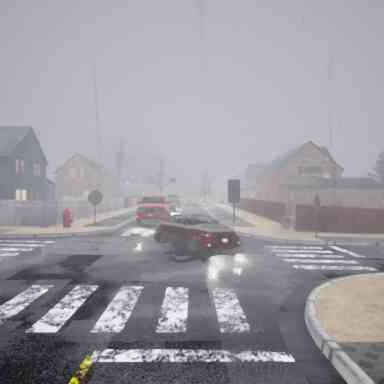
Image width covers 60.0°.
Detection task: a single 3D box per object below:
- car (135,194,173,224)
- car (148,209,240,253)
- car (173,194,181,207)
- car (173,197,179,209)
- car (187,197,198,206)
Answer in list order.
[{"bbox_3d":[-2.884,1.245,25.479,2.150,2.045,5.566,0,0,0],"label":"car"},{"bbox_3d":[0.100,1.628,14.103,1.994,1.385,4.181,2,-1,-35],"label":"car"},{"bbox_3d":[-2.891,1.307,52.050,2.150,2.045,5.566,0,1,0],"label":"car"},{"bbox_3d":[-2.897,1.619,39.448,1.994,1.385,4.181,0,0,0],"label":"car"},{"bbox_3d":[0.019,1.601,59.487,1.882,1.535,5.008,0,0,0],"label":"car"}]
